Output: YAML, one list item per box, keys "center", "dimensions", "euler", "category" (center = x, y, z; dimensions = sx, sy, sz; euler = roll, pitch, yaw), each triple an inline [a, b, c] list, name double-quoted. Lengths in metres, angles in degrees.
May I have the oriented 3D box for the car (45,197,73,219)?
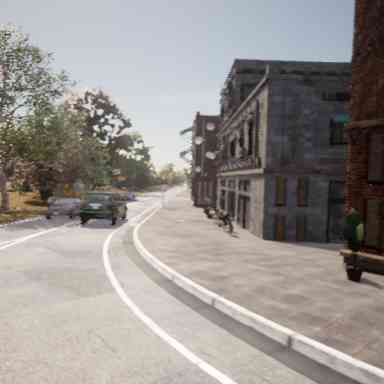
- center: [-9.316, 1.124, 24.818]
  dimensions: [1.812, 1.442, 4.674]
  euler: [0, 1, -3]
  category: "car"

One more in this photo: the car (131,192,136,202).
- center: [-9.974, 0.733, 51.753]
  dimensions: [2.033, 1.411, 5.357]
  euler: [2, 1, -1]
  category: "car"

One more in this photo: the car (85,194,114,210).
- center: [-9.599, 1.021, 34.737]
  dimensions: [1.812, 1.442, 4.674]
  euler: [2, 1, -1]
  category: "car"

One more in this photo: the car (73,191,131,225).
- center: [-5.722, 0.969, 21.992]
  dimensions: [2.150, 2.045, 5.566]
  euler: [2, 1, -2]
  category: "car"
